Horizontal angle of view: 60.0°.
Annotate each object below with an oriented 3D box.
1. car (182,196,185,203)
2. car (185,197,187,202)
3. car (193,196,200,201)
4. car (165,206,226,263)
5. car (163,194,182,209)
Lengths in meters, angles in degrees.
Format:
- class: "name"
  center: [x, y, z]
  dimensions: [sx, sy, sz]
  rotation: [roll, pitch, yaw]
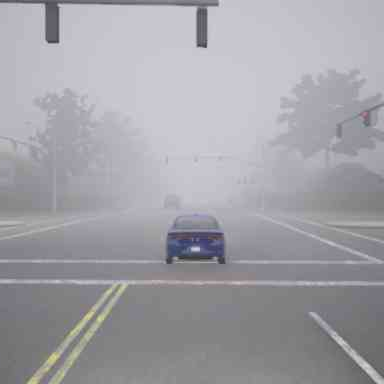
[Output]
- class: "car"
  center: [-2.649, 1.695, 58.476]
  dimensions: [1.812, 1.442, 4.674]
  rotation: [0, 0, 1]
- class: "car"
  center: [-2.391, 1.711, 82.790]
  dimensions: [1.882, 1.535, 5.008]
  rotation: [0, 0, 0]
- class: "car"
  center: [1.184, 1.810, 91.735]
  dimensions: [1.994, 1.385, 4.181]
  rotation: [0, 0, 0]
- class: "car"
  center: [0.127, 1.513, 12.175]
  dimensions: [1.882, 1.535, 5.008]
  rotation: [0, 0, 1]
- class: "car"
  center: [-2.829, 1.358, 47.059]
  dimensions: [2.150, 2.045, 5.566]
  rotation: [0, 0, -2]
